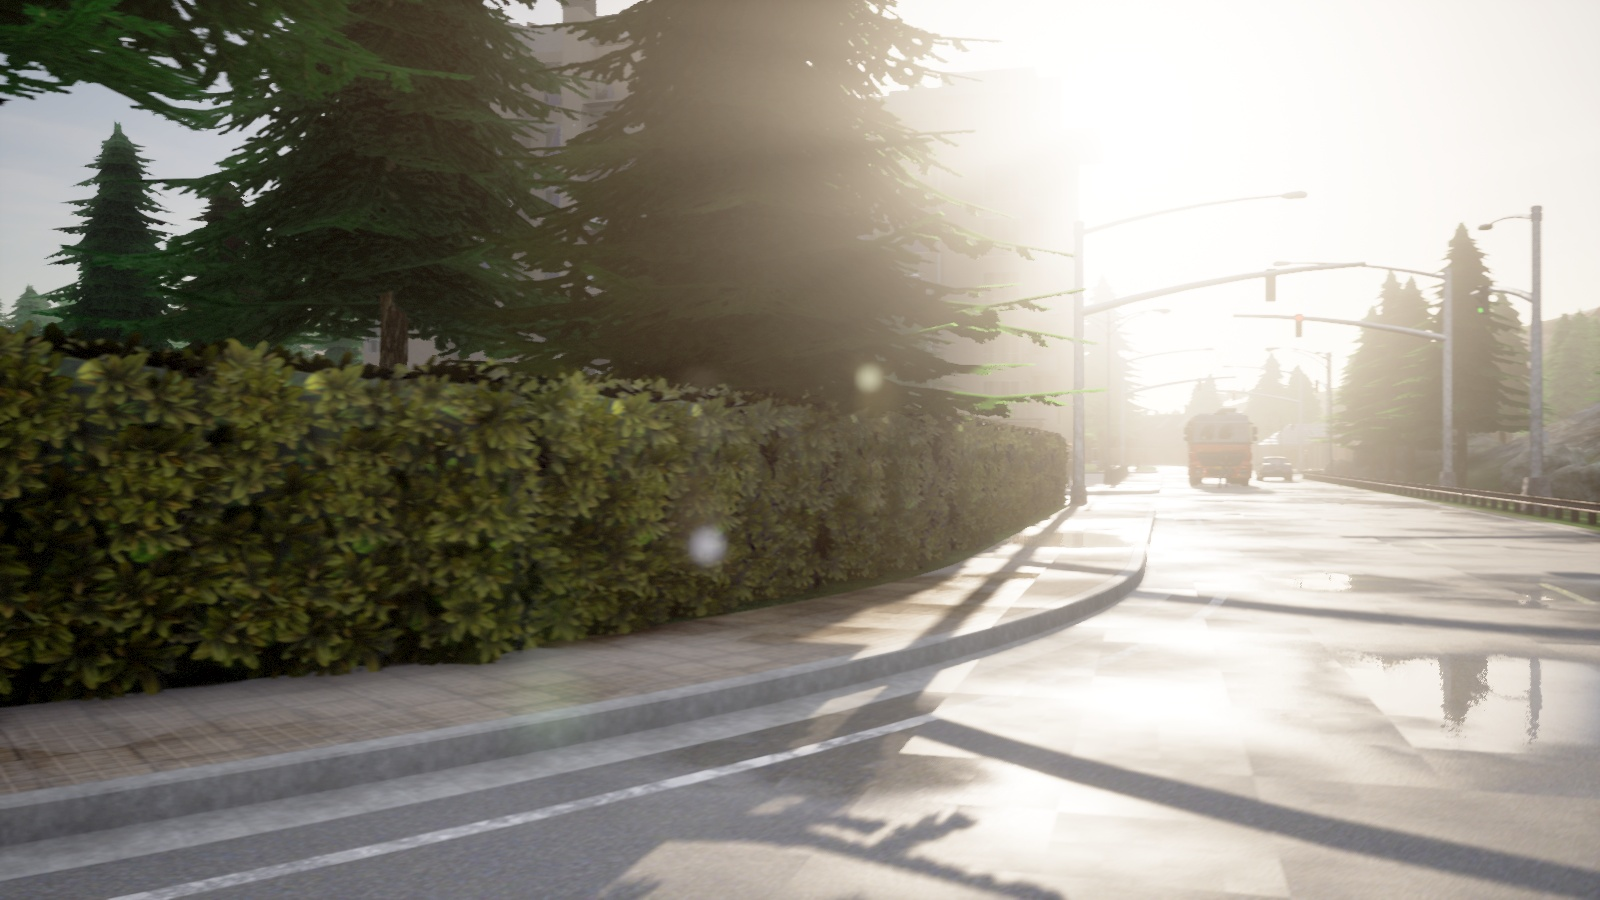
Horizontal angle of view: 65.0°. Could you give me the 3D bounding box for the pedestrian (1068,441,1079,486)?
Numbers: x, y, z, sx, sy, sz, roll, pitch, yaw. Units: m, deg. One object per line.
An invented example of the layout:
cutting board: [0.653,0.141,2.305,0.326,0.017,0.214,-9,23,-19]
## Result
pedestrian: [11.086,0.548,50.923,0.345,1.836,0.594,0,0,3]

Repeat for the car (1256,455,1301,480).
car: [27.716,0.977,72.884,2.033,1.411,5.357,0,0,16]

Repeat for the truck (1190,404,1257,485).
truck: [21.243,-0.251,63.374,2.891,3.827,8.468,0,0,17]
